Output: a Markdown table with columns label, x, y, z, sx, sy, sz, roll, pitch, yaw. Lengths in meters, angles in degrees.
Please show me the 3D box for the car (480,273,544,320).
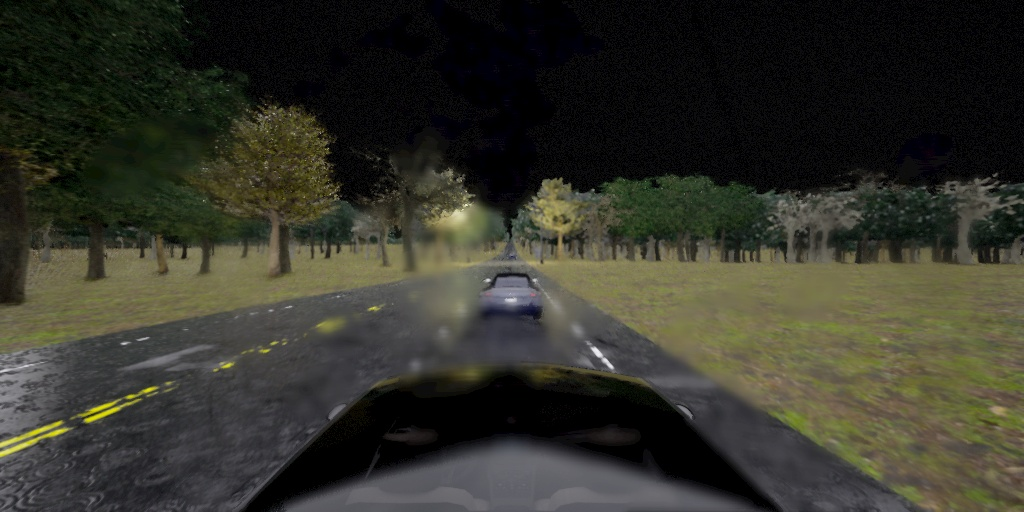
| label | x | y | z | sx | sy | sz | roll | pitch | yaw |
| --- | --- | --- | --- | --- | --- | --- | --- | --- | --- |
| car | 0.001 | 1.278 | 12.511 | 1.994 | 1.385 | 4.181 | 0 | 0 | 0 |
